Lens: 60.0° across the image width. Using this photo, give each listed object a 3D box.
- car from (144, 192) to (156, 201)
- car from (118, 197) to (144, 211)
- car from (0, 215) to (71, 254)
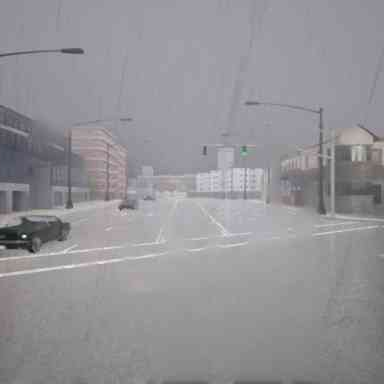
[{"bbox_3d":[-8.077,0.886,63.930,2.097,1.767,4.553,0,0,-2],"label":"car"},{"bbox_3d":[-7.413,1.483,39.530,2.033,1.411,5.357,0,1,-2],"label":"car"},{"bbox_3d":[-6.717,1.649,13.889,1.895,1.301,4.718,0,0,-2],"label":"car"}]
